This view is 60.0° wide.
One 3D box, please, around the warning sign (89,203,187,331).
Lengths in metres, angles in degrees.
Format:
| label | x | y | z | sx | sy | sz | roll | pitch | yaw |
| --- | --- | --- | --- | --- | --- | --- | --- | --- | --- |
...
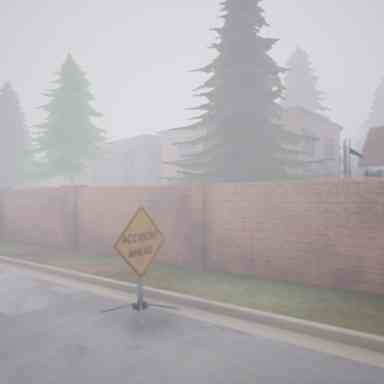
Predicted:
| label | x | y | z | sx | sy | sz | roll | pitch | yaw |
| --- | --- | --- | --- | --- | --- | --- | --- | --- | --- |
| warning sign | -0.914 | 1.152 | 5.812 | 1.060 | 1.860 | 1.300 | -1 | 0 | 36 |
